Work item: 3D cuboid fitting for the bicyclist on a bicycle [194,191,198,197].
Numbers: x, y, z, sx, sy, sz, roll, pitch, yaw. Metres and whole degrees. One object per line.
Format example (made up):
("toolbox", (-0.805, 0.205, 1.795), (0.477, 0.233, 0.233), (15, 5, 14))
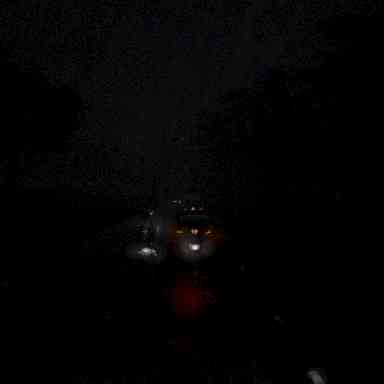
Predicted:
("bicyclist on a bicycle", (0.849, 0.551, 91.594), (0.582, 1.620, 1.656), (-6, 0, 2))

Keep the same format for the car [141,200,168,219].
("car", (-3.107, 1.406, 28.156), (2.128, 1.511, 4.902), (0, 0, 0))

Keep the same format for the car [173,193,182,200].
("car", (-3.021, 0.934, 69.148), (2.128, 1.511, 4.902), (0, 1, 0))

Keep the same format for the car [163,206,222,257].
("car", (0.090, 1.476, 12.779), (1.837, 1.490, 4.892), (0, 0, 0))

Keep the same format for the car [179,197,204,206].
("car", (0.093, 1.439, 29.979), (2.033, 1.411, 5.357), (-1, 0, 0))
